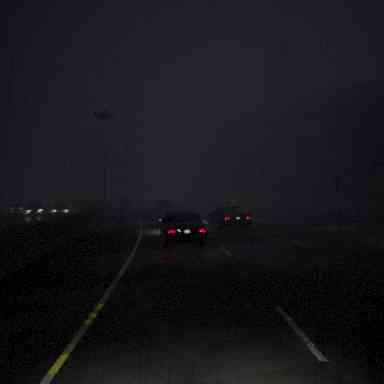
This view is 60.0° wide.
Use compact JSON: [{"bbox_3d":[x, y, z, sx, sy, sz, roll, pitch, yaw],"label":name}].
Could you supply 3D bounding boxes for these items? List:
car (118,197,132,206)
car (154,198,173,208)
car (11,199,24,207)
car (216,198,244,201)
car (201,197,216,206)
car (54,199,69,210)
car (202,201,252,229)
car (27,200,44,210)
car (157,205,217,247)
[{"bbox_3d":[-12.083,1.695,59.903,2.128,1.511,4.902,0,0,-24],"label":"car"},{"bbox_3d":[-4.292,1.580,49.324,1.882,1.535,5.008,0,0,-19],"label":"car"},{"bbox_3d":[-31.458,1.970,59.983,1.812,1.442,4.674,-1,0,-26],"label":"car"},{"bbox_3d":[4.075,1.464,31.504,1.882,1.535,5.008,0,0,-12],"label":"car"},{"bbox_3d":[2.867,1.546,49.992,1.812,1.442,4.674,0,0,-19],"label":"car"},{"bbox_3d":[-19.182,1.752,48.846,1.882,1.535,5.008,0,0,-19],"label":"car"},{"bbox_3d":[2.271,1.544,21.467,2.033,1.411,5.357,-1,0,-8],"label":"car"},{"bbox_3d":[-22.919,1.843,48.857,1.812,1.442,4.674,0,0,-20],"label":"car"},{"bbox_3d":[-0.487,1.570,15.308,2.033,1.411,5.357,-1,0,-7],"label":"car"}]
